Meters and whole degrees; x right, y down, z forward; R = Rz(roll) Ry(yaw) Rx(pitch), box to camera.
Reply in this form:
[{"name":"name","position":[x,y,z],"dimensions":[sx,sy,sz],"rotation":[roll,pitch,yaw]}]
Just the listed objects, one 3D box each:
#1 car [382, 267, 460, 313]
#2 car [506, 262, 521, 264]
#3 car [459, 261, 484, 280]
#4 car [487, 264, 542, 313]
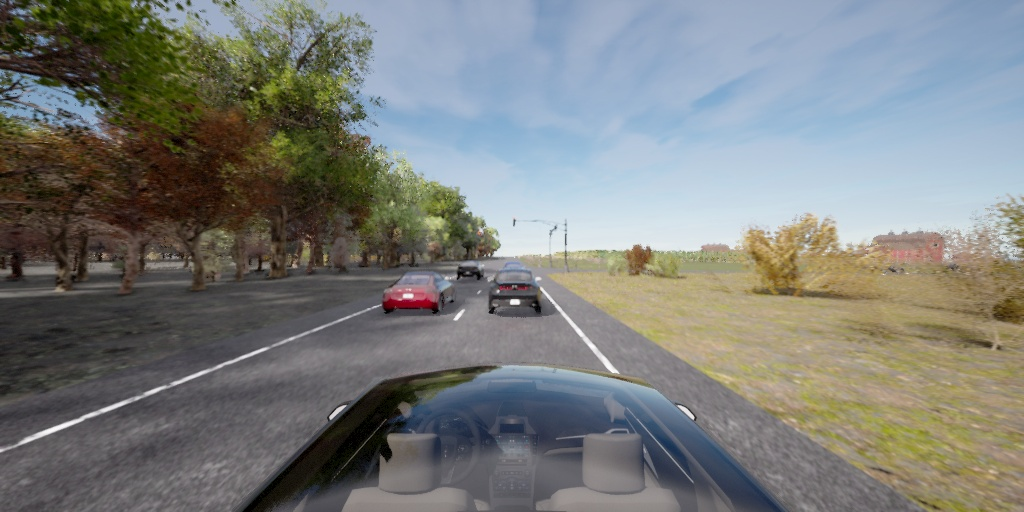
[{"name":"car","position":[-3.404,1.275,13.764],"dimensions":[1.994,1.385,4.181],"rotation":[0,0,0]},{"name":"car","position":[0.113,1.188,28.495],"dimensions":[1.812,1.442,4.674],"rotation":[0,0,0]},{"name":"car","position":[-3.404,1.134,30.057],"dimensions":[1.882,1.535,5.008],"rotation":[0,0,0]},{"name":"car","position":[0.096,1.216,13.807],"dimensions":[1.837,1.490,4.892],"rotation":[0,0,0]}]
